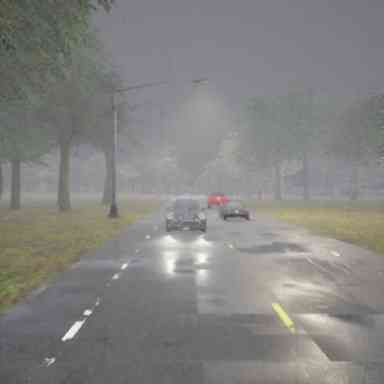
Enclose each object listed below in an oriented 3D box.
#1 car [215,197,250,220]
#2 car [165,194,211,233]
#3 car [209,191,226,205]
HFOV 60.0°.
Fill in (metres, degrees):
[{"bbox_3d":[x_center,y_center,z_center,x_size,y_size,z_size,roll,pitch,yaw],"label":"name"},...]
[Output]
[{"bbox_3d":[3.126,1.337,25.456,1.994,1.385,4.181,0,1,-1],"label":"car"},{"bbox_3d":[-0.316,1.168,18.314,2.097,1.767,4.553,0,0,-1],"label":"car"},{"bbox_3d":[2.888,0.869,39.062,2.150,2.045,5.566,0,1,0],"label":"car"}]
